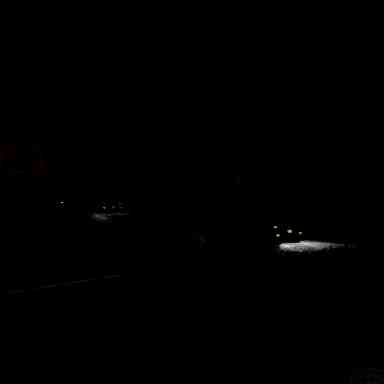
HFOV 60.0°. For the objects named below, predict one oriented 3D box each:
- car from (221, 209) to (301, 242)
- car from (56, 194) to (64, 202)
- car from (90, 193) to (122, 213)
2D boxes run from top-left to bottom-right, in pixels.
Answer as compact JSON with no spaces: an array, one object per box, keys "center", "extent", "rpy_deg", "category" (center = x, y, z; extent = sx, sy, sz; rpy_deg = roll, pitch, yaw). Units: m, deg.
[{"center":[3.263,1.553,16.387],"extent":[1.994,1.385,4.181],"rpy_deg":[0,0,-32],"category":"car"},{"center":[-24.038,0.970,58.811],"extent":[1.994,1.385,4.181],"rpy_deg":[0,1,-40],"category":"car"},{"center":[-9.592,1.191,36.770],"extent":[2.150,2.045,5.566],"rpy_deg":[0,1,-32],"category":"car"}]
